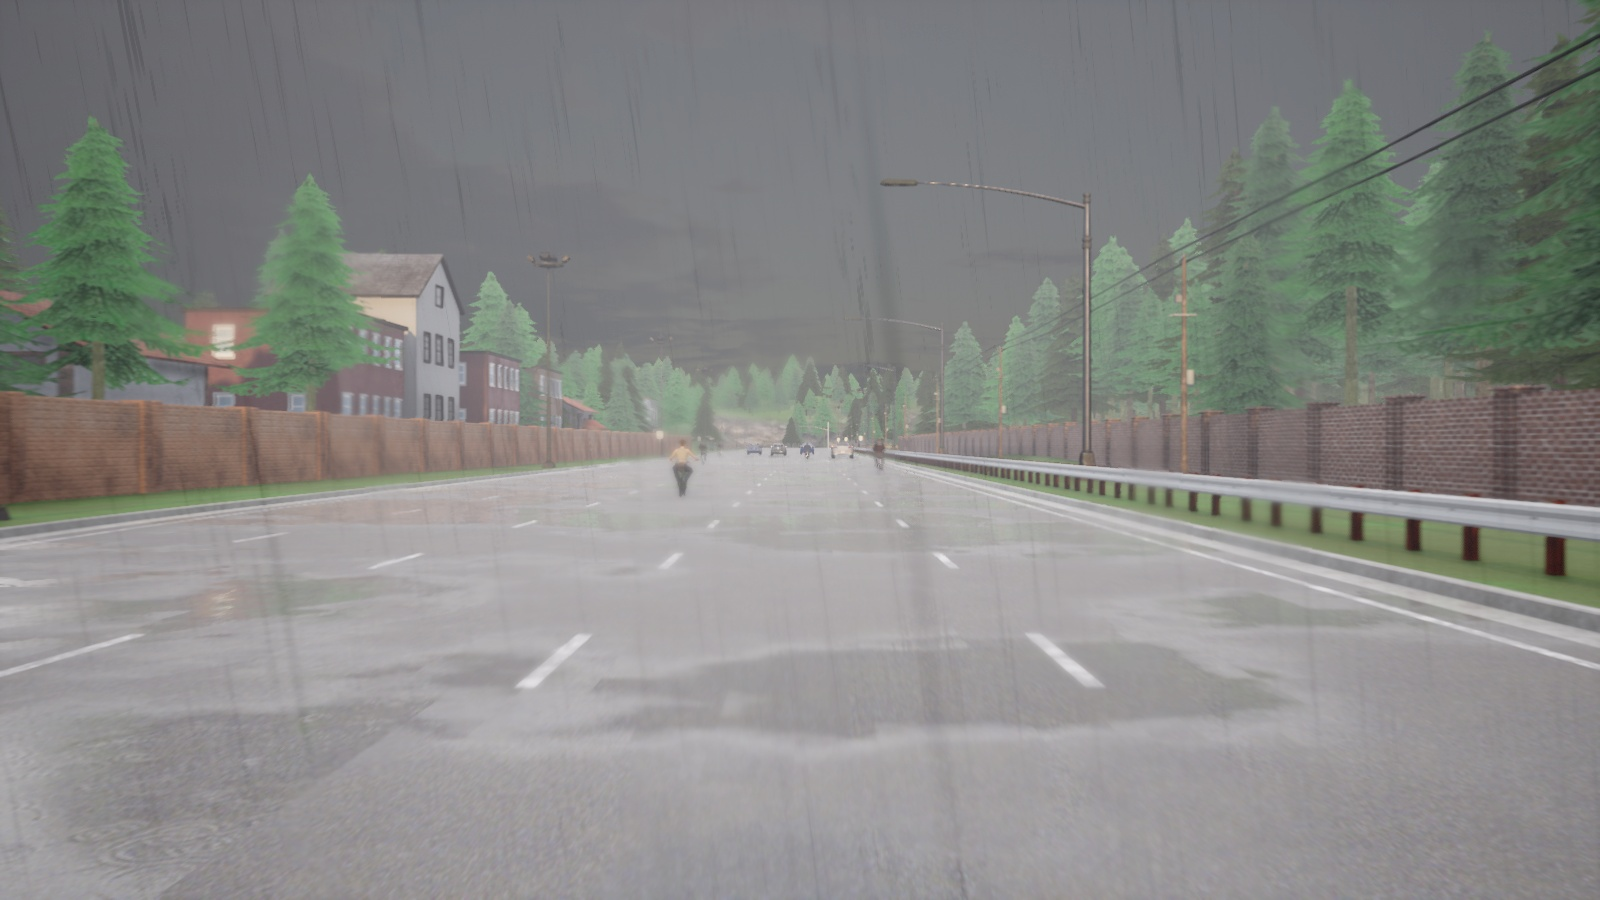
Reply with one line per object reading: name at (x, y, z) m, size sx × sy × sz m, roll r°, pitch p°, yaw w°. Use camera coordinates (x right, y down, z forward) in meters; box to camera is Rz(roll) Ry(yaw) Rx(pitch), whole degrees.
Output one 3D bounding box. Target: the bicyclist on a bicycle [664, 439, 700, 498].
bicyclist on a bicycle at (-3.290, 0.498, 35.086) m, size 0.866 × 1.612 × 1.509 m, roll 0°, pitch 0°, yaw 1°
